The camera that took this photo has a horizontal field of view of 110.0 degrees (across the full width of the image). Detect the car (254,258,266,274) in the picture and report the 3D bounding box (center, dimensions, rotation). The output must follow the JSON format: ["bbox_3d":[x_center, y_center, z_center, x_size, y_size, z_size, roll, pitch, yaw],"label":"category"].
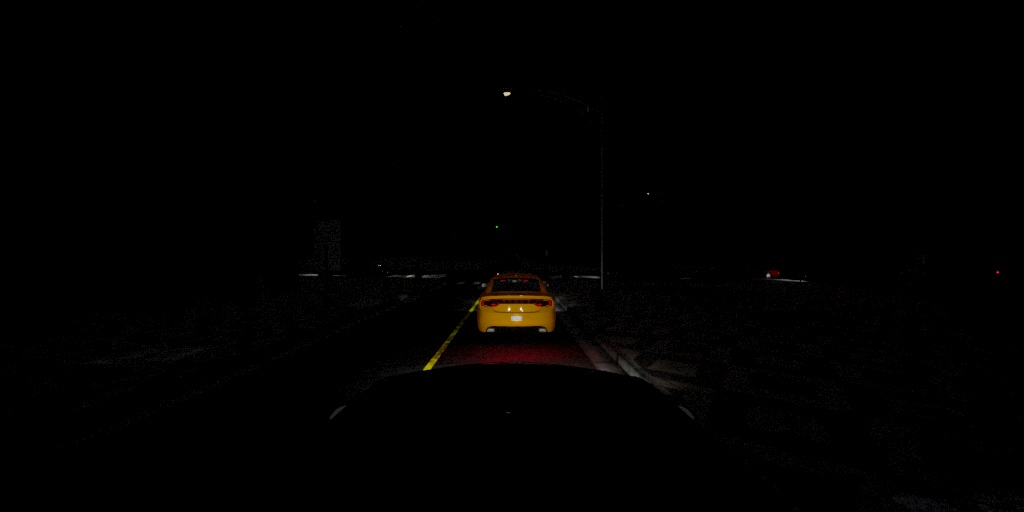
[{"bbox_3d":[-23.875,0.930,33.629,4.902,1.511,2.128,1,0,0],"label":"car"}]

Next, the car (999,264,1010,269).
[{"bbox_3d":[48.972,1.779,33.564,5.566,2.045,2.150,1,0,0],"label":"car"}]

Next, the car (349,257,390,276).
[{"bbox_3d":[-13.877,0.929,33.575,4.553,1.767,2.097,1,0,1],"label":"car"}]

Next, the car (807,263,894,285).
[{"bbox_3d":[29.077,1.540,30.922,5.009,1.841,2.192,0,0,0],"label":"car"}]

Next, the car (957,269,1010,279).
[{"bbox_3d":[40.371,1.995,30.912,4.207,1.307,1.802,0,0,0],"label":"car"}]

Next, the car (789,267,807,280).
[{"bbox_3d":[31.890,1.773,36.768,4.892,1.490,1.837,1,0,0],"label":"car"}]

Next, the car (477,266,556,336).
[{"bbox_3d":[0.105,1.227,10.414,1.882,1.535,5.008,0,0,0],"label":"car"}]

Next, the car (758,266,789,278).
[{"bbox_3d":[29.092,1.766,39.447,4.507,1.381,1.888,0,0,0],"label":"car"}]

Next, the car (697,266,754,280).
[{"bbox_3d":[21.824,1.706,36.786,4.718,1.301,1.895,1,0,0],"label":"car"}]

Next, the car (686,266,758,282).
[{"bbox_3d":[17.960,1.571,30.932,4.829,1.417,1.751,0,0,0],"label":"car"}]

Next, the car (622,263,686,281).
[{"bbox_3d":[12.147,1.524,30.936,4.313,1.339,1.948,0,0,0],"label":"car"}]

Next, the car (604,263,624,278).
[{"bbox_3d":[11.907,1.456,36.794,4.892,1.490,1.837,1,0,0],"label":"car"}]

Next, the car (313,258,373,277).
[{"bbox_3d":[-14.760,1.116,30.863,4.403,1.370,2.007,0,0,0],"label":"car"}]

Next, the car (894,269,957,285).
[{"bbox_3d":[34.720,1.864,30.917,4.507,1.381,1.888,0,0,0],"label":"car"}]

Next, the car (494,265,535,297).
[{"bbox_3d":[0.114,1.297,20.324,2.033,1.411,5.357,0,0,0],"label":"car"}]
